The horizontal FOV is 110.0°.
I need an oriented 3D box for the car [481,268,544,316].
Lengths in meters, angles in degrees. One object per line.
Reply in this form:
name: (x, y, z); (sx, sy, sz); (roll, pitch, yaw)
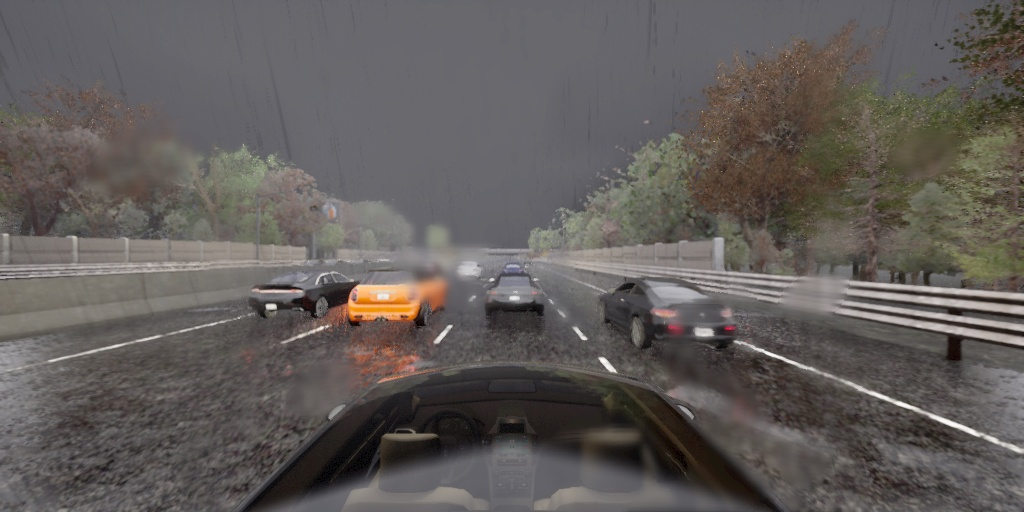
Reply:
car: (0.098, 1.314, 13.431); (1.994, 1.385, 4.181); (0, 0, 0)

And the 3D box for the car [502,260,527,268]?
car: (0.094, 1.283, 30.338); (1.812, 1.442, 4.674); (0, 0, 0)

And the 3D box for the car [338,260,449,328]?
car: (-3.401, 1.102, 11.594); (2.097, 1.767, 4.553); (0, 0, 0)

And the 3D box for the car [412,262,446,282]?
car: (-6.906, 1.283, 30.341); (1.812, 1.442, 4.674); (0, 0, 0)

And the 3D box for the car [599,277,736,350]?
car: (3.551, 1.250, 8.956); (1.812, 1.442, 4.674); (0, 0, -1)

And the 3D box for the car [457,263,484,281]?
car: (-3.421, 1.283, 30.370); (1.812, 1.442, 4.674); (0, 0, 0)

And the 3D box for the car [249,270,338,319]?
car: (-6.902, 1.242, 12.706); (2.128, 1.511, 4.902); (0, 0, 0)

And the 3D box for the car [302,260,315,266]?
car: (-28.069, 1.274, 51.231); (1.837, 1.490, 4.892); (0, 0, 0)

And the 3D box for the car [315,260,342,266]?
car: (-24.587, 1.272, 49.399); (1.837, 1.490, 4.892); (0, 0, 0)
